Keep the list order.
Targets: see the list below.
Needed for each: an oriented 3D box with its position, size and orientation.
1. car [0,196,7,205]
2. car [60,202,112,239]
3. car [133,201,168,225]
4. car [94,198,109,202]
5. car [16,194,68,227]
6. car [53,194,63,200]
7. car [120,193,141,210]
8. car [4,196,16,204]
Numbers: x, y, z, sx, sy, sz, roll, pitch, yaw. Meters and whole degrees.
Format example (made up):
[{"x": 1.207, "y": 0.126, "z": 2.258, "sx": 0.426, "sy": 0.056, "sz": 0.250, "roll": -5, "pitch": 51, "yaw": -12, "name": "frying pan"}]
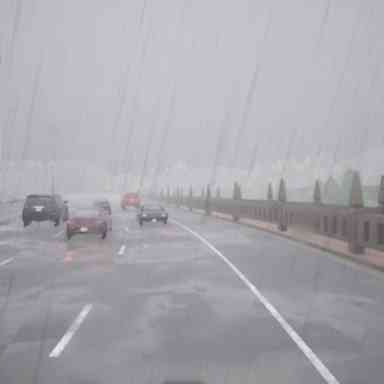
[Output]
[{"x": -29.240, "y": 1.374, "z": 53.531, "sx": 2.128, "sy": 1.511, "sz": 4.902, "roll": 0, "pitch": 0, "yaw": -15, "name": "car"}, {"x": -5.168, "y": 1.480, "z": 17.035, "sx": 1.812, "sy": 1.442, "sz": 4.674, "roll": 0, "pitch": 0, "yaw": -9, "name": "car"}, {"x": -2.941, "y": 1.529, "z": 23.618, "sx": 1.895, "sy": 1.301, "sz": 4.718, "roll": 0, "pitch": 0, "yaw": -13, "name": "car"}, {"x": -9.389, "y": 1.410, "z": 34.556, "sx": 1.837, "sy": 1.490, "sz": 4.892, "roll": 0, "pitch": 0, "yaw": -15, "name": "car"}, {"x": -9.916, "y": 1.167, "z": 22.769, "sx": 2.150, "sy": 2.045, "sz": 5.566, "roll": 0, "pitch": 0, "yaw": -13, "name": "car"}, {"x": -34.226, "y": 1.211, "z": 85.029, "sx": 1.895, "sy": 1.301, "sz": 4.718, "roll": 0, "pitch": 0, "yaw": -15, "name": "car"}, {"x": -7.721, "y": 1.100, "z": 41.816, "sx": 2.150, "sy": 2.045, "sz": 5.566, "roll": 0, "pitch": 0, "yaw": -15, "name": "car"}, {"x": -23.244, "y": 1.500, "z": 44.757, "sx": 1.895, "sy": 1.301, "sz": 4.718, "roll": 0, "pitch": 0, "yaw": -15, "name": "car"}]
